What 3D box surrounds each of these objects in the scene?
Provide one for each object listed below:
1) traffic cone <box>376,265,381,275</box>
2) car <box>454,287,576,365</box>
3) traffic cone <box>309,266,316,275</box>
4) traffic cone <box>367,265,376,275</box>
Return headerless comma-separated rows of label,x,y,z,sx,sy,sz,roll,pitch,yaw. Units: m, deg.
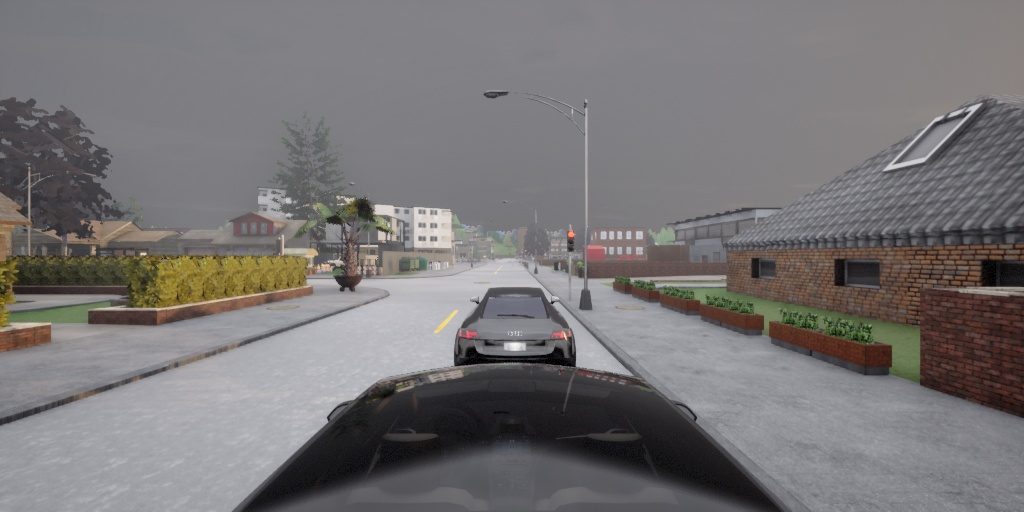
traffic cone,-15.388,1.558,40.720,0.344,0.586,0.344,0,0,0
car,0.059,1.314,7.333,1.994,1.385,4.181,0,0,0
traffic cone,-19.796,1.568,35.267,0.344,0.586,0.344,0,0,0
traffic cone,-15.749,1.561,40.150,0.344,0.586,0.344,0,0,0
